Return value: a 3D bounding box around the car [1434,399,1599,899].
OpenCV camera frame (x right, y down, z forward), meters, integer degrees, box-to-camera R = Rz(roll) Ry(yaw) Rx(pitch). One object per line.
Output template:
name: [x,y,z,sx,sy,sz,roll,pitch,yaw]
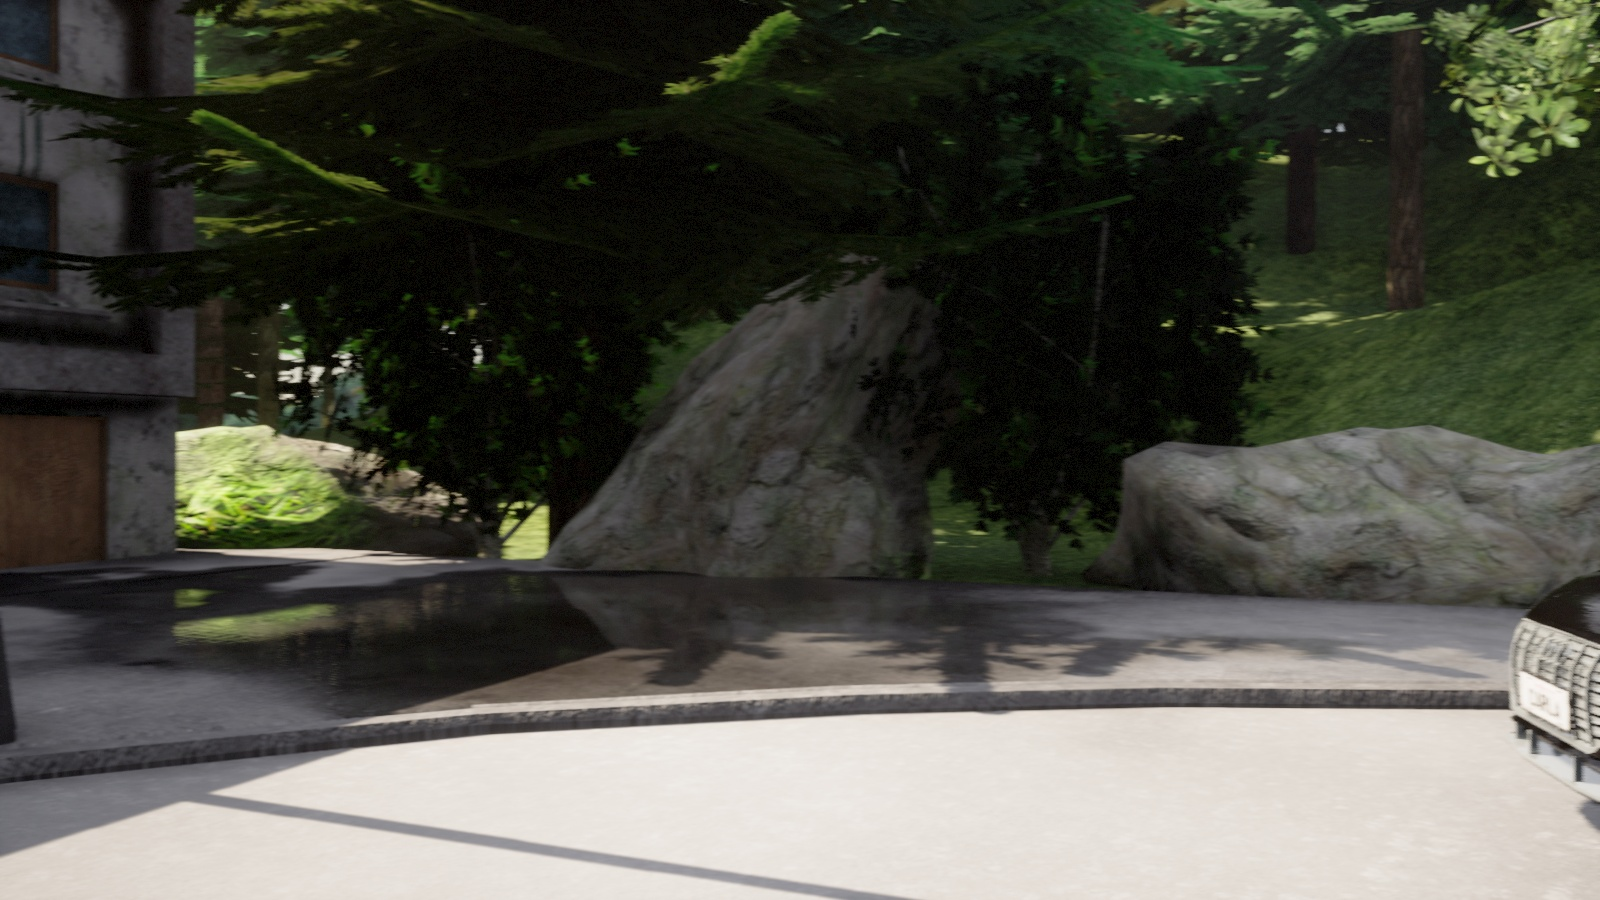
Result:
car: [5.104,0.665,4.308,4.856,1.649,2.033,0,0,11]
